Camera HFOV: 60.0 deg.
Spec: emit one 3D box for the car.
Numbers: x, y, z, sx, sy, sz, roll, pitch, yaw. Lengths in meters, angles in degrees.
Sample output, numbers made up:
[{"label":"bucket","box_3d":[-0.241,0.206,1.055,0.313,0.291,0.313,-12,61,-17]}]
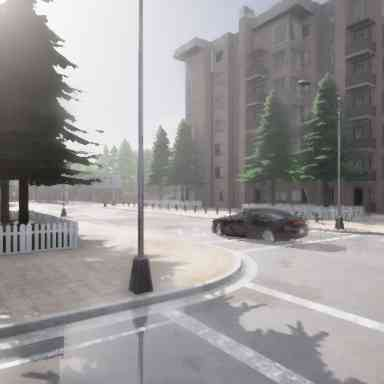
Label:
[{"label":"car","box_3d":[3.066,1.505,15.873,1.882,1.535,5.008,-4,2,-39]}]
